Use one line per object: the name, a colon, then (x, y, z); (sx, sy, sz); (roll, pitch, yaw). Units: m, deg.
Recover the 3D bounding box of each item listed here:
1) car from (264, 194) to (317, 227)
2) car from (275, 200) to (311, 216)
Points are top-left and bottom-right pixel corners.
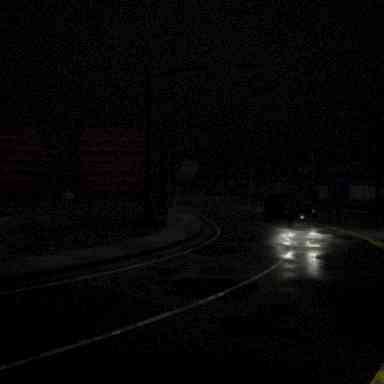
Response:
car: (6.532, 1.154, 22.814); (2.150, 2.045, 5.566); (0, 0, -2)
car: (9.625, 1.505, 32.102); (1.895, 1.301, 4.718); (0, 0, -3)
